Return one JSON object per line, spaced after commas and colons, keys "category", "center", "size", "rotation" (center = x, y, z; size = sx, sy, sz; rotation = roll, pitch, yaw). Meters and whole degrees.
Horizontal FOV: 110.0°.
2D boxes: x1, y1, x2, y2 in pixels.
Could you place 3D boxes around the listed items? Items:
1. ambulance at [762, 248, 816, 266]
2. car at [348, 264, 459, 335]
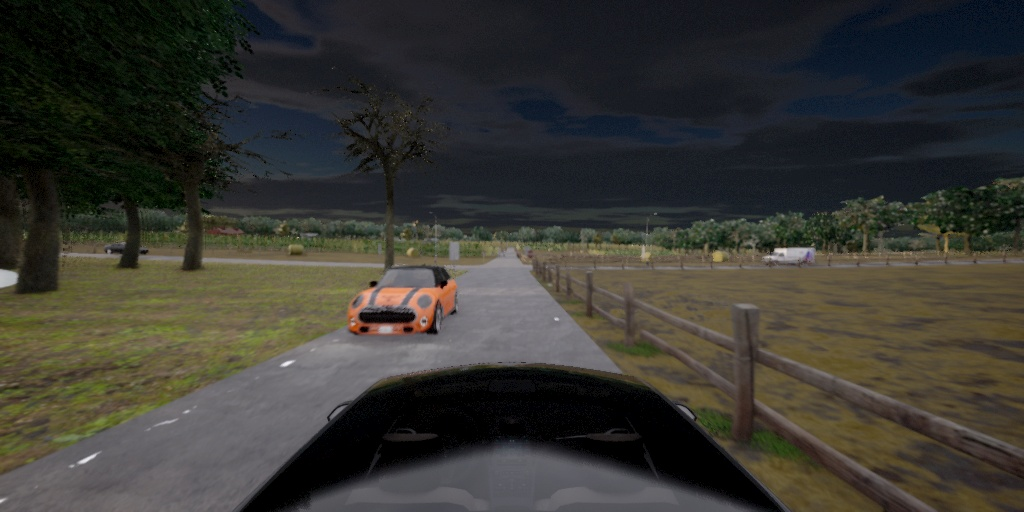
{"category": "ambulance", "center": [39.377, 0.131, 51.272], "size": [6.366, 2.431, 2.351], "rotation": [-1, 2, 0]}
{"category": "car", "center": [-2.848, 1.060, 10.341], "size": [2.097, 1.767, 4.553], "rotation": [0, 0, 0]}
